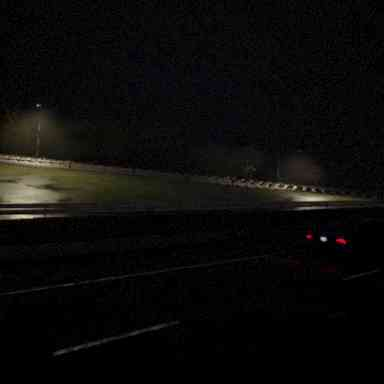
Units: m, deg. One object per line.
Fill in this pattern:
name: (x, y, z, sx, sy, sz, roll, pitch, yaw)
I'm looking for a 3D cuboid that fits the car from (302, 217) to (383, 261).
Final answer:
car: (6.551, 1.685, 12.822, 5.357, 1.411, 2.033, 1, 0, -35)
